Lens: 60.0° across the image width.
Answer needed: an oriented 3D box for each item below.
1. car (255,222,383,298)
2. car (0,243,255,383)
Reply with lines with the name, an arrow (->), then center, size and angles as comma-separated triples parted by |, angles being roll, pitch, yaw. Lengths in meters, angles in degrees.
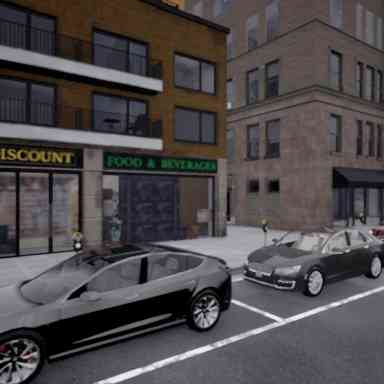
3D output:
car -> 3.226, 1.552, 8.452 | 4.403, 1.369, 2.008 | 0, 0, -35
car -> -1.283, 1.566, 5.271 | 4.313, 1.339, 1.947 | 0, 0, -35
